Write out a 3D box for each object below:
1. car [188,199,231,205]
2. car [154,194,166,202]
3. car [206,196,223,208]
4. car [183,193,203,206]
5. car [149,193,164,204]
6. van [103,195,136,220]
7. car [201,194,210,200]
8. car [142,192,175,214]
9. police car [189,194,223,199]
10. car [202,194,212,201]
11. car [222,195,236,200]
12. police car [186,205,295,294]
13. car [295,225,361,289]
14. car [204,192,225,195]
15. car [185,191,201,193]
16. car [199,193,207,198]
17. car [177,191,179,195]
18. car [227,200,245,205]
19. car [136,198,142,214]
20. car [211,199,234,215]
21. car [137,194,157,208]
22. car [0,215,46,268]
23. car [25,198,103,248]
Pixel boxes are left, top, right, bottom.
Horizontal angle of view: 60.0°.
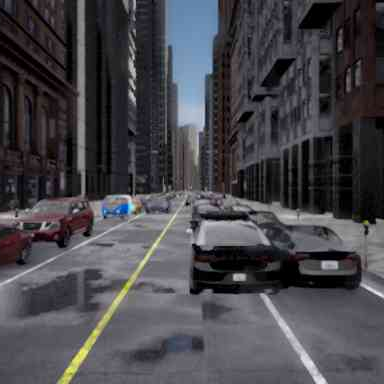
[{"bbox_3d":[0.866,1.355,18.626,1.837,1.490,4.892,0,0,0],"label":"car"},{"bbox_3d":[-5.678,1.125,59.185,1.802,1.307,4.206,0,0,0],"label":"car"},{"bbox_3d":[2.823,1.250,42.384,1.802,1.307,4.206,0,0,0],"label":"car"},{"bbox_3d":[0.087,1.206,45.811,1.994,1.385,4.181,0,0,1],"label":"car"},{"bbox_3d":[-5.686,1.025,53.583,1.967,1.590,4.097,0,0,0],"label":"car"},{"bbox_3d":[-5.725,1.137,25.574,1.690,1.788,3.998,0,0,0],"label":"van"},{"bbox_3d":[2.862,1.042,70.393,1.802,1.307,4.206,0,0,0],"label":"car"},{"bbox_3d":[-3.050,1.106,31.086,2.097,1.767,4.553,0,0,0],"label":"car"},{"bbox_3d":[0.933,1.227,24.734,1.930,1.638,5.238,0,0,0],"label":"police car"},{"bbox_3d":[2.855,1.083,64.792,1.802,1.307,4.206,0,0,0],"label":"car"},{"bbox_3d":[2.800,1.236,25.577,1.967,1.590,4.097,0,0,0],"label":"car"},{"bbox_3d":[0.870,1.354,8.732,1.930,1.638,5.238,0,0,0],"label":"police car"},{"bbox_3d":[2.776,1.493,8.773,1.947,1.339,4.313,0,0,0],"label":"car"},{"bbox_3d":[2.816,1.025,36.780,2.192,1.841,5.009,0,0,0],"label":"car"},{"bbox_3d":[0.087,1.012,62.280,2.128,1.511,4.902,0,0,0],"label":"car"},{"bbox_3d":[2.886,0.883,87.199,1.887,1.381,4.507,0,0,0],"label":"car"},{"bbox_3d":[-5.630,0.614,92.794,2.192,1.841,5.009,0,0,0],"label":"car"},{"bbox_3d":[2.792,1.390,19.976,2.008,1.369,4.403,0,0,0],"label":"car"},{"bbox_3d":[-5.718,1.280,31.007,1.752,1.417,4.829,0,0,0],"label":"car"},{"bbox_3d":[2.807,1.335,31.180,1.802,1.307,4.206,0,0,0],"label":"car"},{"bbox_3d":[-5.702,1.109,42.380,1.967,1.590,4.097,0,0,0],"label":"car"},{"bbox_3d":[-5.749,1.510,8.772,1.802,1.307,4.206,0,0,0],"label":"car"},{"bbox_3d":[-5.740,1.199,14.371,2.192,1.841,5.009,0,0,0],"label":"car"}]
